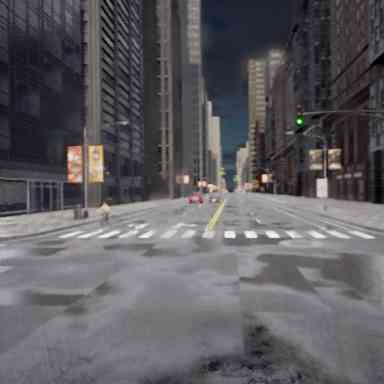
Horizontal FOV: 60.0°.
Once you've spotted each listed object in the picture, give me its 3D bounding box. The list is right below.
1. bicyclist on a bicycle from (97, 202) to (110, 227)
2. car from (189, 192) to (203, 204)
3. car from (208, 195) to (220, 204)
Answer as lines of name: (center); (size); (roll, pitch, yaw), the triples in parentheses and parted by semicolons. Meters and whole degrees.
bicyclist on a bicycle: (-5.846, 1.445, 22.176); (0.866, 1.612, 1.509); (-1, 0, 7)
car: (0.785, 1.038, 59.579); (2.150, 2.045, 5.566); (-1, 0, 7)
car: (4.020, 1.264, 59.227); (2.128, 1.511, 4.902); (-1, 0, 7)
